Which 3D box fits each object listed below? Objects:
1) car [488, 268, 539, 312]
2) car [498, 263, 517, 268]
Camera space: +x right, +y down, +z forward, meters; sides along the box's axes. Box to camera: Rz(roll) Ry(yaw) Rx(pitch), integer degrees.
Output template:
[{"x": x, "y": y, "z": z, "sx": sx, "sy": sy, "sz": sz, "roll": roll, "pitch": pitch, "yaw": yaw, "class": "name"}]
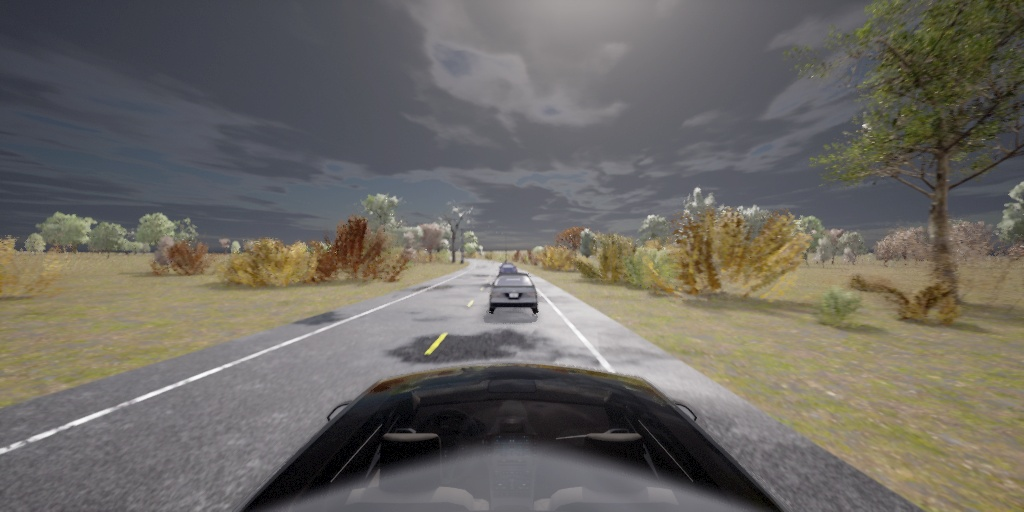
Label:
[{"x": 0.039, "y": 1.368, "z": 14.477, "sx": 2.033, "sy": 1.411, "sz": 5.357, "roll": 0, "pitch": 0, "yaw": 0, "class": "car"}, {"x": -0.448, "y": 1.444, "z": 36.707, "sx": 1.812, "sy": 1.442, "sz": 4.674, "roll": 0, "pitch": 0, "yaw": -2, "class": "car"}]
